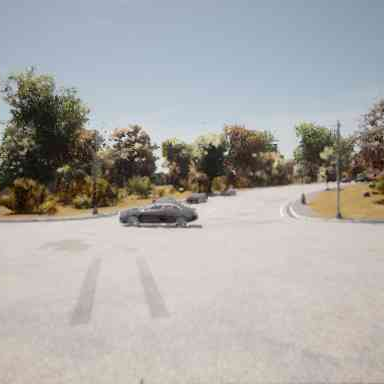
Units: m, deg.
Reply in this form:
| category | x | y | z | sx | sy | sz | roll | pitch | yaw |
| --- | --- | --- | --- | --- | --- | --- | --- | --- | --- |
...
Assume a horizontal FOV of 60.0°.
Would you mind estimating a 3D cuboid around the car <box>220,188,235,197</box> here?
| category | x | y | z | sx | sy | sz | roll | pitch | yaw |
| --- | --- | --- | --- | --- | --- | --- | --- | --- | --- |
| car | 6.701 | 0.021 | 62.124 | 1.812 | 1.442 | 4.674 | 0 | 4 | 26 |

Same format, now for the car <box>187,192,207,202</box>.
| category | x | y | z | sx | sy | sz | roll | pitch | yaw |
| --- | --- | --- | --- | --- | --- | --- | --- | --- | --- |
| car | 0.740 | 0.823 | 48.279 | 1.882 | 1.535 | 5.008 | 0 | 2 | 20 |

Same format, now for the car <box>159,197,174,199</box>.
| category | x | y | z | sx | sy | sz | roll | pitch | yaw |
| --- | --- | --- | --- | --- | --- | --- | --- | --- | --- |
| car | -2.885 | 1.266 | 36.461 | 1.812 | 1.442 | 4.674 | 0 | 1 | 15 |

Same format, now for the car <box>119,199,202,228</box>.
| category | x | y | z | sx | sy | sz | roll | pitch | yaw |
| --- | --- | --- | --- | --- | --- | --- | --- | --- | --- |
| car | -2.022 | 1.381 | 20.714 | 4.902 | 1.511 | 2.128 | 0 | 0 | 2 |
